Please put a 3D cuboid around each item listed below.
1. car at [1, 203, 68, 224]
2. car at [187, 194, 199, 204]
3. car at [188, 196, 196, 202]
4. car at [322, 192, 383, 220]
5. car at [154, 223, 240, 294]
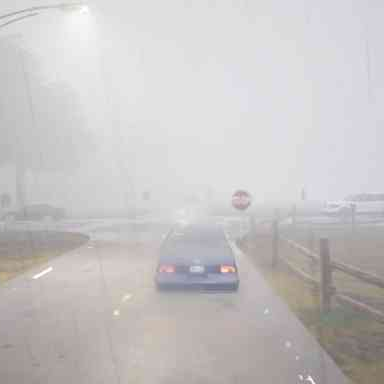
[{"bbox_3d":[-12.184,1.619,25.797,4.892,1.490,1.837,-1,1,0],"label":"car"},{"bbox_3d":[0.113,1.344,66.233,2.150,2.045,5.566,0,0,0],"label":"car"},{"bbox_3d":[0.017,1.752,80.368,1.994,1.385,4.181,0,0,0],"label":"car"},{"bbox_3d":[13.030,1.049,25.613,5.566,2.045,2.150,-1,1,-1],"label":"car"},{"bbox_3d":[0.098,1.548,8.952,2.033,1.411,5.357,0,0,0],"label":"car"}]
